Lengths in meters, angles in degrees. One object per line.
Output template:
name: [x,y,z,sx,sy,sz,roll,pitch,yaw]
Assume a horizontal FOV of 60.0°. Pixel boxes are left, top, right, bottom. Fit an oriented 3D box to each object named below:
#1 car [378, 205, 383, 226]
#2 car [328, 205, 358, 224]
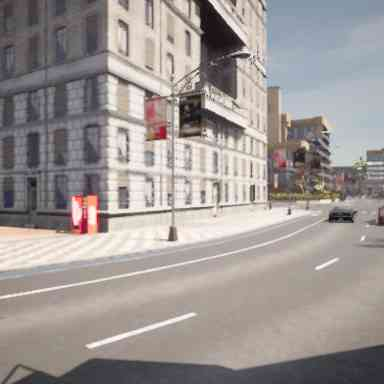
car: [14.559,1.448,23.814,2.097,1.767,4.553,0,0,30]
car: [12.148,1.726,26.650,1.895,1.301,4.718,0,0,30]
